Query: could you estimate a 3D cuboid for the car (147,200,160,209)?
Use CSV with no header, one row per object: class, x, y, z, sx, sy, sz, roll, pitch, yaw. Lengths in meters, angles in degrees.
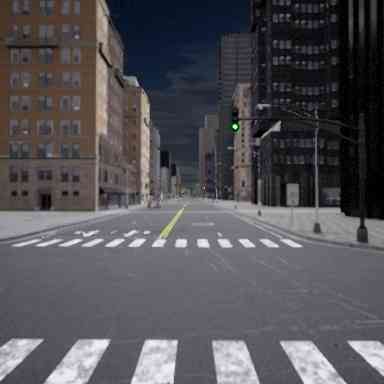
car,-6.507,2.179,56.925,2.128,1.511,4.902,0,-1,0
